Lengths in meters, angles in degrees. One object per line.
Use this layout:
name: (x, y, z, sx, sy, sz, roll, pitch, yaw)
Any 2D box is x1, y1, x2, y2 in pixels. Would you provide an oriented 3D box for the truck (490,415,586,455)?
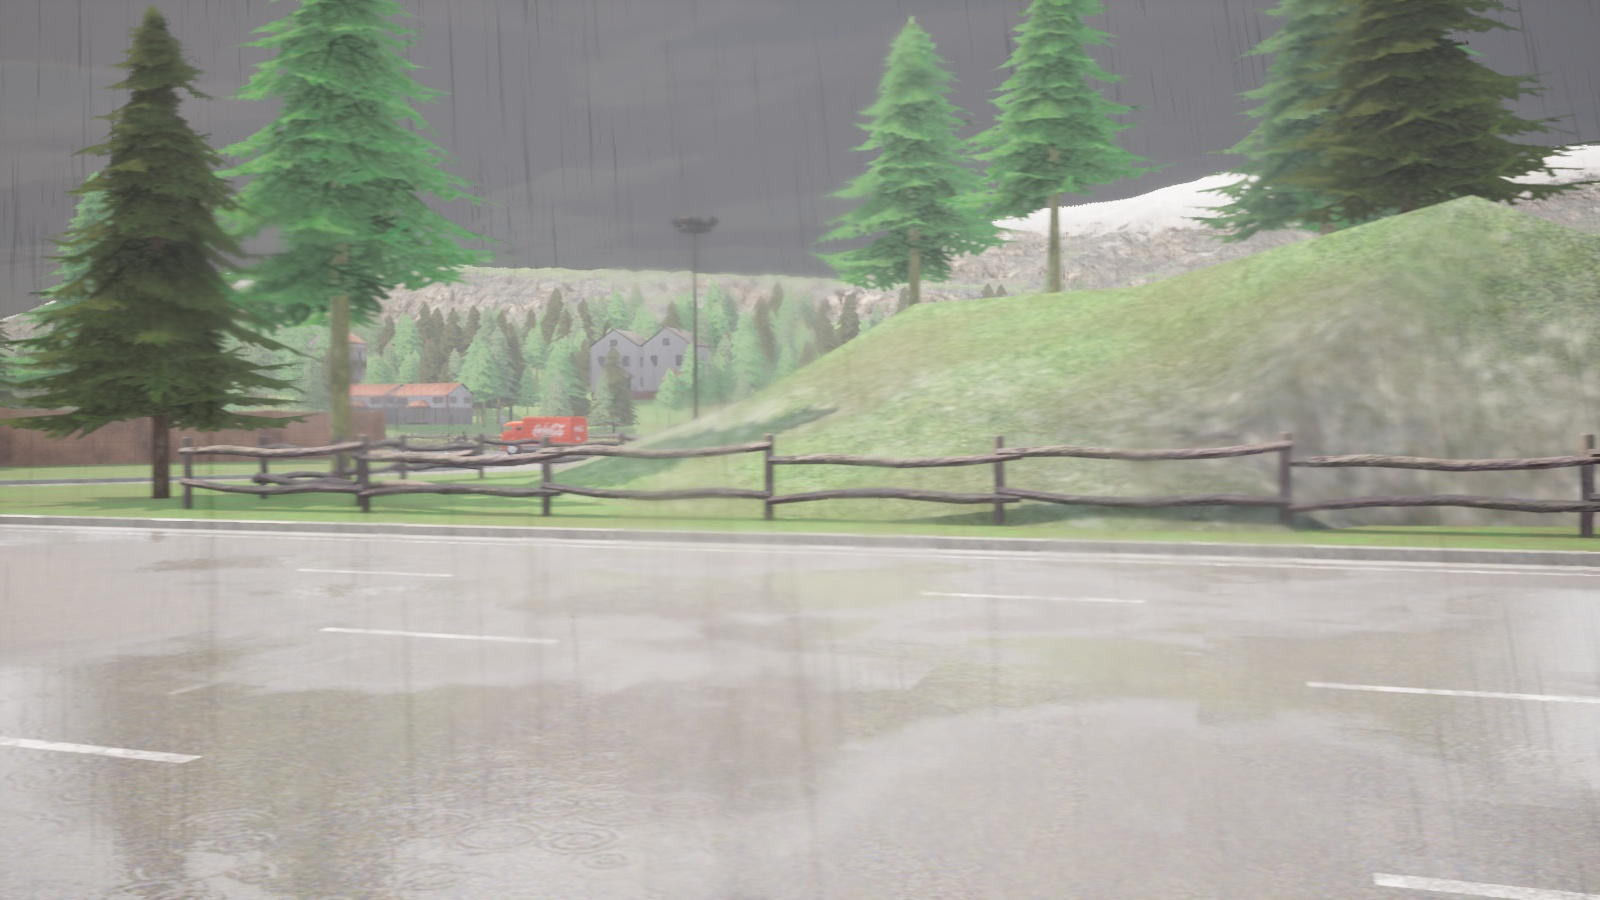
truck: (-16.362, -0.944, 78.491, 5.204, 2.467, 2.627, 0, 1, 19)
